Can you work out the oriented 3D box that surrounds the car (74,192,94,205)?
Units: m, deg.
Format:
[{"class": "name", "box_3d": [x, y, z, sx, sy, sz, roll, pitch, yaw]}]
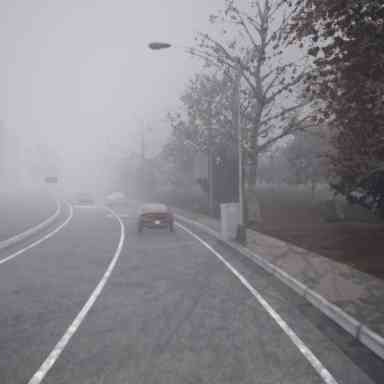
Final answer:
[{"class": "car", "box_3d": [-12.473, 0.721, 38.352, 2.033, 1.411, 5.357, 1, 2, -24]}]

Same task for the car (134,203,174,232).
[{"class": "car", "box_3d": [-2.247, 1.338, 19.101, 1.882, 1.535, 5.008, 1, 1, -12]}]

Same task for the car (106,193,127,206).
[{"class": "car", "box_3d": [-8.864, 0.802, 39.145, 1.812, 1.442, 4.674, 1, 2, -23]}]
